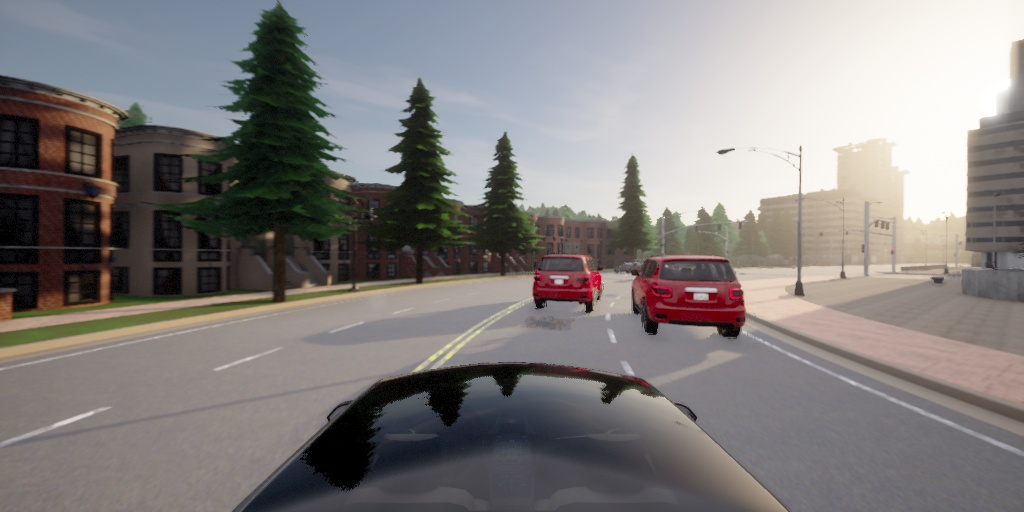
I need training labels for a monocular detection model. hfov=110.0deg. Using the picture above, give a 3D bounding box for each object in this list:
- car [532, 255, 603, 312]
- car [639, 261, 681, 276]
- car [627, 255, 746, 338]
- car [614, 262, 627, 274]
[{"bbox_3d":[2.418,0.969,14.623,2.150,2.045,5.566,0,0,18],"label":"car"},{"bbox_3d":[16.108,1.314,38.996,5.008,1.535,1.882,1,0,-37],"label":"car"},{"bbox_3d":[4.861,1.003,10.624,2.150,2.045,5.566,0,0,14],"label":"car"},{"bbox_3d":[13.868,1.333,41.689,4.674,1.442,1.812,1,0,-37],"label":"car"}]
